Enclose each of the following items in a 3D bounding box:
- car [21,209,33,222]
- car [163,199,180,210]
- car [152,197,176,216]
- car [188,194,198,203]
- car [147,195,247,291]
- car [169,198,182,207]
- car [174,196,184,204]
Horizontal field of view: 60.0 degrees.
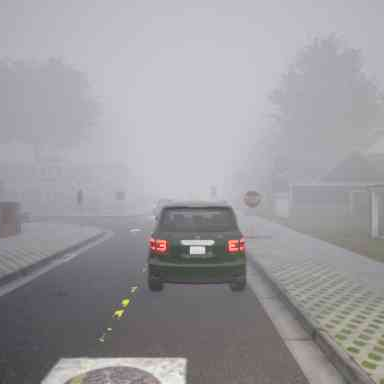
[{"bbox_3d":[-13.584,1.404,23.165,4.674,1.442,1.812,1,0,0],"label":"car"},{"bbox_3d":[-2.719,1.647,45.206,1.994,1.385,4.181,0,0,0],"label":"car"},{"bbox_3d":[-2.758,1.410,33.883,2.097,1.767,4.553,0,0,0],"label":"car"},{"bbox_3d":[0.202,1.427,78.620,2.150,2.045,5.566,0,0,0],"label":"car"},{"bbox_3d":[0.121,1.229,9.144,2.150,2.045,5.566,0,0,0],"label":"car"},{"bbox_3d":[-2.683,1.712,56.112,1.895,1.301,4.718,0,0,0],"label":"car"},{"bbox_3d":[-2.580,1.635,68.881,1.882,1.535,5.008,0,0,0],"label":"car"}]
